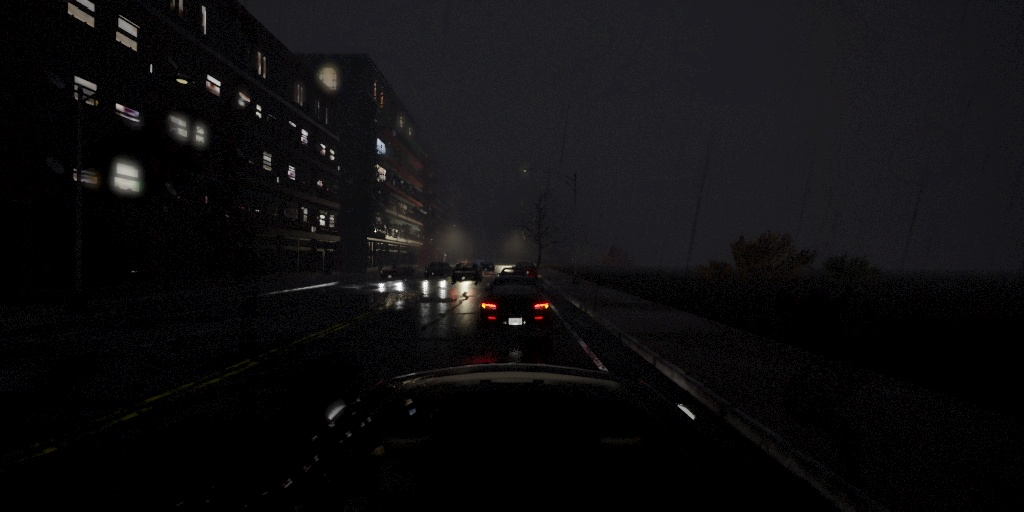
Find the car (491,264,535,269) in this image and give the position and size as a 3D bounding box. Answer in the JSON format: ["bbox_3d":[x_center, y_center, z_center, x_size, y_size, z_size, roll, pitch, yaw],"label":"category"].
[{"bbox_3d":[0.054,1.323,20.385,1.994,1.385,4.181,0,0,0],"label":"car"}]

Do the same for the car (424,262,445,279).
[{"bbox_3d":[-6.679,1.269,32.613,1.837,1.490,4.892,0,0,0],"label":"car"}]

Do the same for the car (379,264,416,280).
[{"bbox_3d":[-9.924,1.364,31.330,1.895,1.301,4.718,0,0,0],"label":"car"}]

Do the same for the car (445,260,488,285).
[{"bbox_3d":[-3.211,1.254,26.137,2.128,1.511,4.902,0,0,0],"label":"car"}]

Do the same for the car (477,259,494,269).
[{"bbox_3d":[-3.265,1.369,46.872,1.895,1.301,4.718,0,0,0],"label":"car"}]

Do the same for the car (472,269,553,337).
[{"bbox_3d":[0.070,1.280,10.218,1.812,1.442,4.674,0,0,0],"label":"car"}]

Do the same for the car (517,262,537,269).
[{"bbox_3d":[1.067,1.241,29.913,1.882,1.535,5.008,0,0,0],"label":"car"}]
